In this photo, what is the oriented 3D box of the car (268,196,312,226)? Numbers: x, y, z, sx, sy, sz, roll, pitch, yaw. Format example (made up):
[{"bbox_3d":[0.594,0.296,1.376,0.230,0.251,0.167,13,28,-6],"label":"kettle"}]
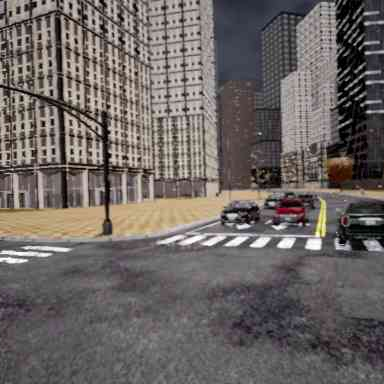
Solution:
[{"bbox_3d":[6.273,1.220,20.935,1.812,1.442,4.674,-2,1,22],"label":"car"}]

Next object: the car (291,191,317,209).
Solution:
[{"bbox_3d":[11.808,0.945,34.697,1.837,1.490,4.892,-2,1,22],"label":"car"}]

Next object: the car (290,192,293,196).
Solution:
[{"bbox_3d":[15.776,0.726,53.761,1.837,1.490,4.892,-2,0,20],"label":"car"}]

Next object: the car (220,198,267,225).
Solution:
[{"bbox_3d":[3.289,1.267,22.218,2.128,1.511,4.902,-2,1,22],"label":"car"}]

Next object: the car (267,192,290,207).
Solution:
[{"bbox_3d":[9.155,1.004,36.817,2.128,1.511,4.902,-2,0,22],"label":"car"}]

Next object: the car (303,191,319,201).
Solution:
[{"bbox_3d":[18.858,0.612,52.730,2.128,1.511,4.902,-2,0,20],"label":"car"}]

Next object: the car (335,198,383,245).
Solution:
[{"bbox_3d":[7.058,1.059,13.654,2.097,1.767,4.553,-2,0,22],"label":"car"}]
